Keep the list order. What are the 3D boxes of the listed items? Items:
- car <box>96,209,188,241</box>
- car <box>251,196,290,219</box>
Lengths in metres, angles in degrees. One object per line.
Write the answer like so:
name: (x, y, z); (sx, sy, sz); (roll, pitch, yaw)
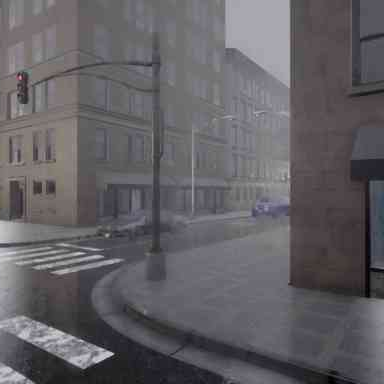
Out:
car: (-2.368, 1.627, 17.533); (2.033, 1.411, 5.357); (0, 0, 35)
car: (7.658, 1.392, 31.625); (2.150, 2.045, 5.566); (0, 0, 35)
